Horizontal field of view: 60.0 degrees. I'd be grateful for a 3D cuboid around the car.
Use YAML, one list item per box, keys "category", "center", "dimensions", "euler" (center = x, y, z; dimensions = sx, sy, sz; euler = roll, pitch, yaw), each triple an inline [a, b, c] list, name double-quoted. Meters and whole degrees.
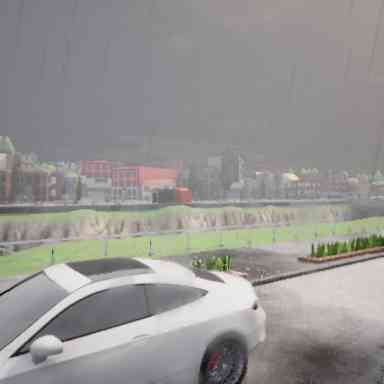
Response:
- category: "car"
  center: [-1.195, 1.533, 3.629]
  dimensions: [4.674, 1.442, 1.812]
  euler: [0, 0, -36]
